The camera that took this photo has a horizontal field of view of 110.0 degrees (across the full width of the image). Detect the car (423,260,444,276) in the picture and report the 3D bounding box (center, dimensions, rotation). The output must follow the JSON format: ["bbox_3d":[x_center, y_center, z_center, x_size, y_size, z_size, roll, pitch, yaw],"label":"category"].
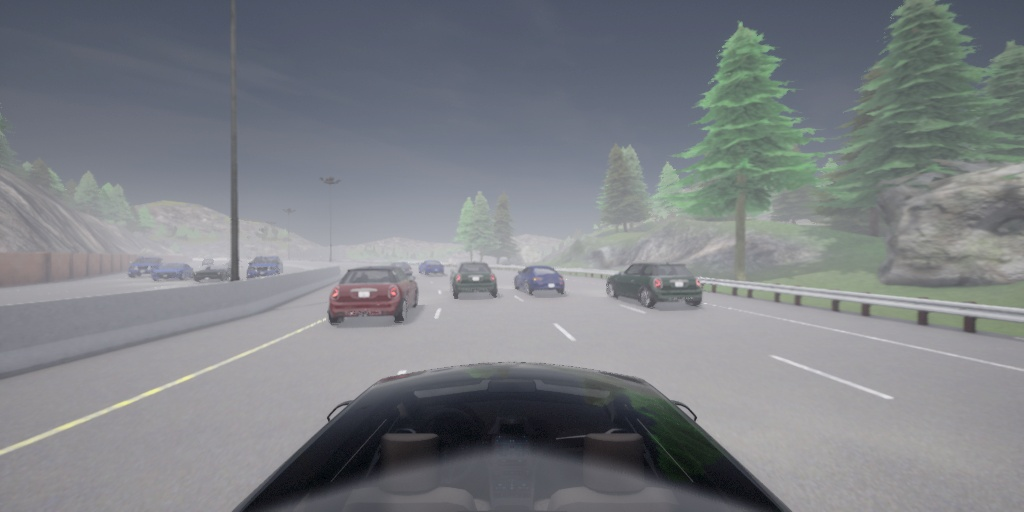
[{"bbox_3d":[-8.297,1.177,36.634,1.882,1.535,5.008,0,0,-25],"label":"car"}]

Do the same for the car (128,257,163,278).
[{"bbox_3d":[-36.688,1.098,36.240,2.150,2.045,5.566,0,0,-37],"label":"car"}]

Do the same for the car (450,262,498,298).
[{"bbox_3d":[-2.094,1.066,18.529,2.097,1.767,4.553,0,0,-12],"label":"car"}]

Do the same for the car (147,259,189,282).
[{"bbox_3d":[-29.187,1.323,31.051,1.882,1.535,5.008,0,0,-30],"label":"car"}]

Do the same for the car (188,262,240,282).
[{"bbox_3d":[-24.396,1.421,29.530,1.895,1.301,4.718,0,0,-26],"label":"car"}]

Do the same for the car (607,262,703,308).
[{"bbox_3d":[5.680,1.028,14.945,2.097,1.767,4.553,0,0,-8],"label":"car"}]

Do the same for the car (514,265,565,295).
[{"bbox_3d":[1.373,1.216,19.142,1.812,1.442,4.674,0,0,-12],"label":"car"}]

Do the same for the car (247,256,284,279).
[{"bbox_3d":[-21.484,1.016,31.507,2.150,2.045,5.566,0,0,-27],"label":"car"}]

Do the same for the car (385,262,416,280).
[{"bbox_3d":[-10.299,1.270,32.845,2.033,1.411,5.357,0,0,-24],"label":"car"}]

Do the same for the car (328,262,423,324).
[{"bbox_3d":[-4.474,1.099,12.231,2.097,1.767,4.553,0,0,-8],"label":"car"}]
